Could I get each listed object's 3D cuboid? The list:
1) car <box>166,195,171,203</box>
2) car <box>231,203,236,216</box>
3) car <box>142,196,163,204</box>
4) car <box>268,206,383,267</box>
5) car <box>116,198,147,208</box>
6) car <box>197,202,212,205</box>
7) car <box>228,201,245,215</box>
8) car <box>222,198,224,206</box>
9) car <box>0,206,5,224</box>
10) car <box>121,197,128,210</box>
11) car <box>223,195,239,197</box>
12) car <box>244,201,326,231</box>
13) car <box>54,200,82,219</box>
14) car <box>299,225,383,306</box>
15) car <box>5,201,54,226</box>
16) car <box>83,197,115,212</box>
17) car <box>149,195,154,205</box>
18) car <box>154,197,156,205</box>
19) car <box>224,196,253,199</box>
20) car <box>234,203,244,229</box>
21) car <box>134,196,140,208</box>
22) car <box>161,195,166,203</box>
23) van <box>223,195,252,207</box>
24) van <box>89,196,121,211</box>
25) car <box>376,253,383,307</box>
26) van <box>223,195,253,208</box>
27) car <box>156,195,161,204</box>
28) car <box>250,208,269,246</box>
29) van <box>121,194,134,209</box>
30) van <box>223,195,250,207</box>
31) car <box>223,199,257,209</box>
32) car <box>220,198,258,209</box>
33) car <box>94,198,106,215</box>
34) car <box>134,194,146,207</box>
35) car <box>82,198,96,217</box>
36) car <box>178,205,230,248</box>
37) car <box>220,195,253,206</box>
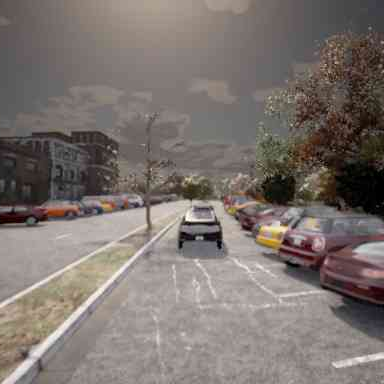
[{"bbox_3d":[-8.415,1.978,80.616,5.008,1.535,2.097,-1,-1,-15],"label":"car"},{"bbox_3d":[5.337,1.644,21.706,4.792,1.488,2.163,1,0,-17],"label":"car"},{"bbox_3d":[-8.891,1.815,74.617,4.553,1.767,2.185,-1,0,-15],"label":"car"},{"bbox_3d":[4.929,1.420,9.875,4.553,1.767,2.185,1,-1,-18],"label":"car"},{"bbox_3d":[-10.401,1.831,56.639,5.008,1.535,2.097,-1,-1,-15],"label":"car"},{"bbox_3d":[1.141,1.693,30.768,1.837,1.490,4.892,0,0,4],"label":"car"},{"bbox_3d":[5.544,1.662,24.693,4.792,1.488,2.163,1,-1,-17],"label":"car"},{"bbox_3d":[6.255,1.702,36.516,4.892,1.521,2.231,1,-1,-16],"label":"car"},{"bbox_3d":[-13.093,1.585,17.541,5.008,1.535,2.097,-1,-1,-18],"label":"car"},{"bbox_3d":[-11.400,1.788,44.637,4.792,1.488,2.163,-1,0,-16],"label":"car"},{"bbox_3d":[6.739,1.485,42.452,5.566,2.045,2.435,1,-1,-15],"label":"car"},{"bbox_3d":[5.160,1.456,15.808,4.553,1.767,2.185,1,0,-18],"label":"car"},{"bbox_3d":[-12.446,1.537,29.609,4.553,1.767,2.185,-1,0,-17],"label":"car"},{"bbox_3d":[4.895,1.569,6.922,4.674,1.452,2.002,1,-1,-19],"label":"car"},{"bbox_3d":[-12.808,1.623,23.572,5.008,1.535,2.097,-1,0,-17],"label":"car"},{"bbox_3d":[-12.018,1.720,38.584,5.366,1.575,1.946,-1,0,-16],"label":"car"},{"bbox_3d":[-10.182,1.598,59.622,5.566,2.045,2.435,-1,0,-15],"label":"car"},{"bbox_3d":[-9.881,1.897,62.639,4.792,1.488,2.163,-1,-1,-15],"label":"car"},{"bbox_3d":[6.024,1.558,33.548,4.553,1.767,2.185,1,-1,-16],"label":"car"},{"bbox_3d":[5.231,1.597,18.763,5.008,1.535,2.097,1,-1,-17],"label":"car"},{"bbox_3d":[-10.889,1.795,50.648,5.008,1.535,2.097,-1,-1,-15],"label":"car"},{"bbox_3d":[-9.150,1.671,71.633,5.566,2.045,2.435,-1,-1,-15],"label":"car"},{"bbox_3d":[7.794,1.597,57.240,4.442,1.987,1.878,1,0,-15],"label":"van"},{"bbox_3d":[-11.501,1.512,41.681,4.442,1.987,1.878,-1,-1,-16],"label":"van"},{"bbox_3d":[4.857,1.552,3.961,4.674,1.452,2.002,1,-1,-19],"label":"car"},{"bbox_3d":[7.556,1.579,54.271,4.442,1.987,1.878,1,0,-15],"label":"van"},{"bbox_3d":[-9.642,1.634,65.639,5.566,2.045,2.435,-1,-1,-15],"label":"car"},{"bbox_3d":[5.209,1.563,12.903,5.366,1.575,1.946,1,-1,-18],"label":"car"},{"bbox_3d":[-11.023,1.549,47.687,4.442,1.987,1.878,-1,-1,-15],"label":"van"},{"bbox_3d":[8.032,1.615,60.207,4.442,1.987,1.878,1,0,-15],"label":"van"},{"bbox_3d":[5.849,1.667,30.596,5.008,1.535,2.097,1,-1,-16],"label":"car"},{"bbox_3d":[7.245,1.784,51.287,5.366,1.575,1.946,1,0,-15],"label":"car"},{"bbox_3d":[-12.072,1.701,35.636,5.008,1.535,2.097,-1,-1,-16],"label":"car"},{"bbox_3d":[-10.671,1.562,53.633,5.566,2.045,2.435,-1,0,-15],"label":"car"},{"bbox_3d":[-12.260,1.683,32.623,4.892,1.521,2.231,-1,0,-16],"label":"car"},{"bbox_3d":[0.390,1.586,15.320,2.128,1.511,4.902,0,0,2],"label":"car"},{"bbox_3d":[8.413,1.609,63.218,5.566,2.045,2.435,1,-1,-15],"label":"car"}]
